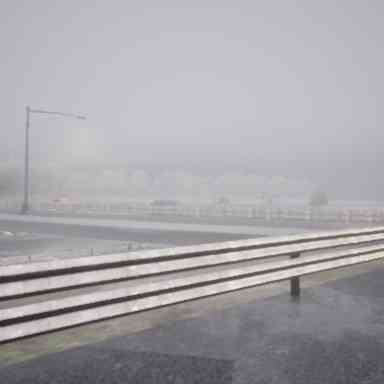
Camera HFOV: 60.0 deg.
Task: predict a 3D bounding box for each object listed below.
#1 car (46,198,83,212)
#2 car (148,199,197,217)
[{"bbox_3d":[-15.537,1.548,40.617,5.008,1.535,1.882,0,-1,27],"label":"car"},{"bbox_3d":[-1.692,1.493,30.682,4.553,1.767,2.097,1,-1,20],"label":"car"}]
